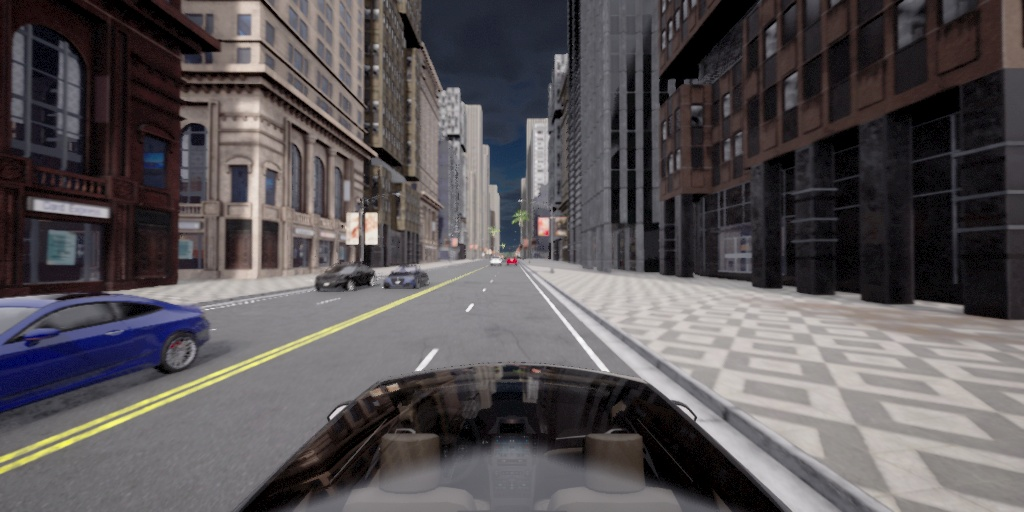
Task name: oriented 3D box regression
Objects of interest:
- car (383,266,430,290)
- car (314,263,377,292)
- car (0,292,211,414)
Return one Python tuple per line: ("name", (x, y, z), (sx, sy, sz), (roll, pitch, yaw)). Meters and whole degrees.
("car", (-6.575, 1.316, 22.651), (1.994, 1.385, 4.181), (0, 0, 0))
("car", (-9.829, 1.229, 21.529), (1.882, 1.535, 5.008), (0, 0, 0))
("car", (-6.589, 1.275, 4.891), (1.812, 1.442, 4.674), (0, 0, 0))
